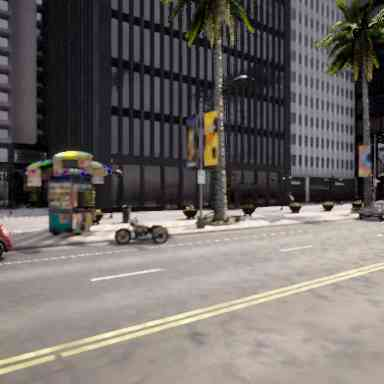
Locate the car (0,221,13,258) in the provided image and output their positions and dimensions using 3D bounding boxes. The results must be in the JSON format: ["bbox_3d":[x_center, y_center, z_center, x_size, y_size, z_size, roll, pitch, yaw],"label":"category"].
[{"bbox_3d":[-8.248,1.356,10.388,4.553,1.767,2.185,0,0,-36],"label":"car"}]

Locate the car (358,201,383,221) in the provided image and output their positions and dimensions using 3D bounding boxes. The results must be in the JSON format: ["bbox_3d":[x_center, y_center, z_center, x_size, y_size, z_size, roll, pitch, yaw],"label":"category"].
[{"bbox_3d":[15.662,1.496,27.453,4.892,1.521,2.231,0,0,-36],"label":"car"}]
